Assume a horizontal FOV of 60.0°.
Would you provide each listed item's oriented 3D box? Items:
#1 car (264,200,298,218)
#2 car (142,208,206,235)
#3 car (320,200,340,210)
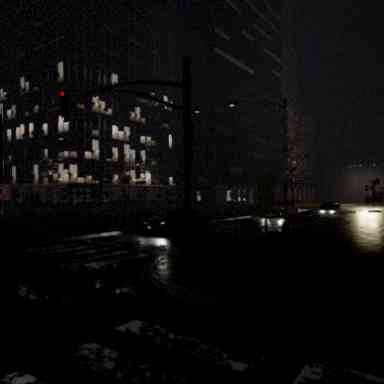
[{"bbox_3d":[8.978,1.595,33.577,2.097,1.767,4.553,0,0,37],"label":"car"},{"bbox_3d":[-0.944,1.717,20.444,1.812,1.442,4.674,0,0,38],"label":"car"},{"bbox_3d":[19.866,1.905,47.851,1.994,1.385,4.181,0,0,37],"label":"car"}]
